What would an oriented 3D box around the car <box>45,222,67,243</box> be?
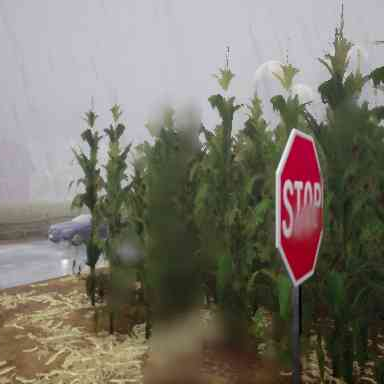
[{"bbox_3d":[-4.951,1.726,16.757,1.812,1.442,4.674,0,0,35],"label":"car"}]
